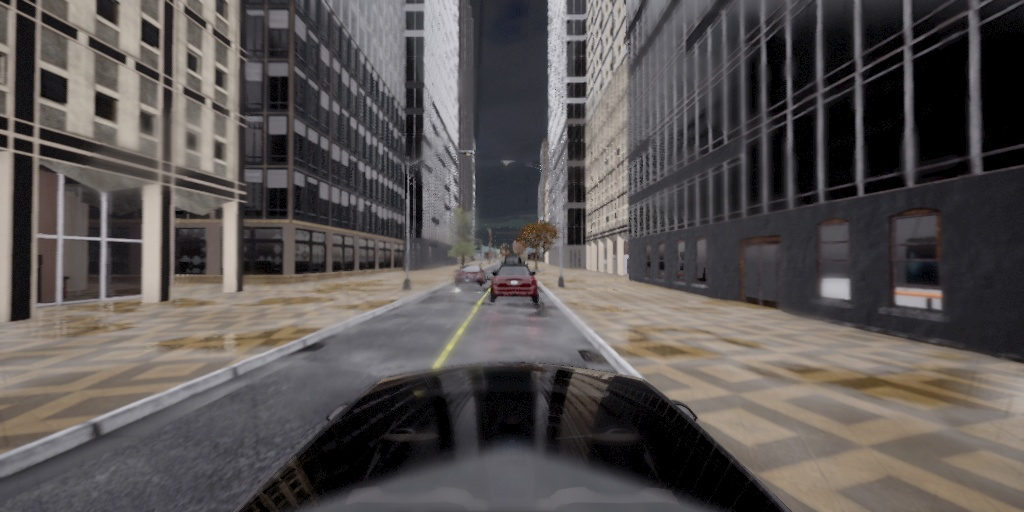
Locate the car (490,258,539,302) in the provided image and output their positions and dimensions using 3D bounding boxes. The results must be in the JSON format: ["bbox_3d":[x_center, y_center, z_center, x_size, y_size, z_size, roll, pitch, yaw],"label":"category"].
[{"bbox_3d":[0.096,1.131,17.163,2.097,1.767,4.553,0,0,0],"label":"car"}]

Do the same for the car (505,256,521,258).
[{"bbox_3d":[0.099,1.037,35.217,2.150,2.045,5.566,0,0,0],"label":"car"}]

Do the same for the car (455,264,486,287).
[{"bbox_3d":[-2.850,1.322,25.294,1.812,1.442,4.674,0,0,0],"label":"car"}]
